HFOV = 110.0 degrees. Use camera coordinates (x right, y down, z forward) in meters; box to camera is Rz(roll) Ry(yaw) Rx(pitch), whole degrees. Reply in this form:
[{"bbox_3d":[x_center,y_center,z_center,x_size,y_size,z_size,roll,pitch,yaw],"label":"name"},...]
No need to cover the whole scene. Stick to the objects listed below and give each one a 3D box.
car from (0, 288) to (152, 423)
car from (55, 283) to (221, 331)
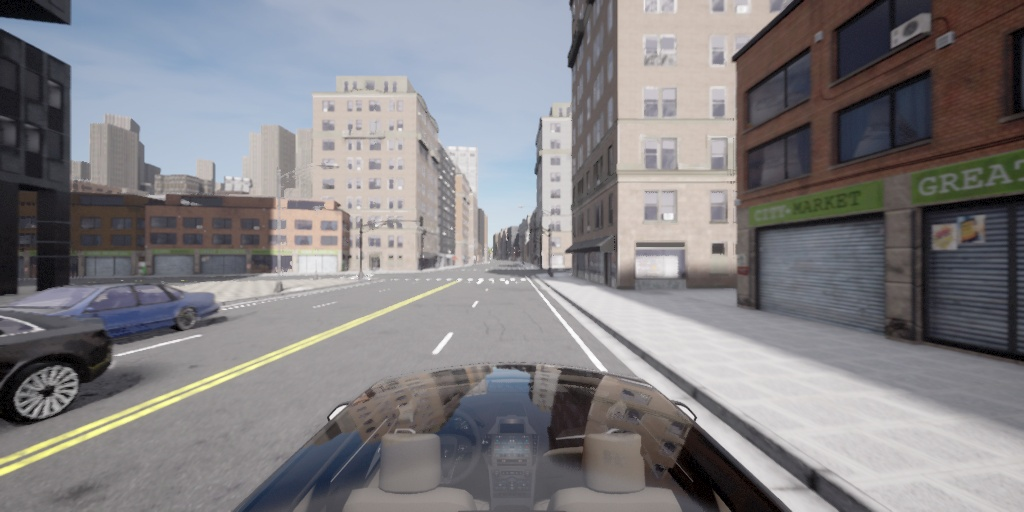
[{"bbox_3d":[-6.600,1.253,3.024,2.128,1.511,4.902,0,-1,0],"label":"car"},{"bbox_3d":[-9.848,1.359,8.577,2.033,1.411,5.357,0,-1,0],"label":"car"}]
